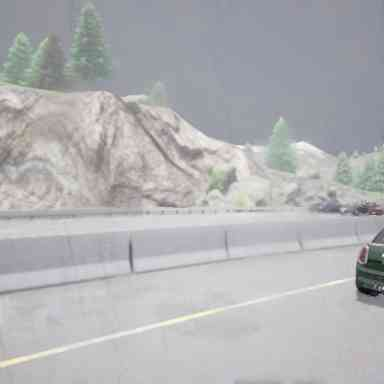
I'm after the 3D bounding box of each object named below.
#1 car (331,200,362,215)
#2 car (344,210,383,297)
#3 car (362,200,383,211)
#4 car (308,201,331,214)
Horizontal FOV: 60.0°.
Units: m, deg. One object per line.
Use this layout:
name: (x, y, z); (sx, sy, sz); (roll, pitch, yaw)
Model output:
car: (16.745, 1.571, 32.958); (4.902, 1.511, 2.128); (0, 0, -23)
car: (5.723, 1.380, 7.331); (4.553, 1.767, 2.097); (0, 0, -32)
car: (17.988, 1.567, 29.689); (5.008, 1.535, 1.882); (0, 0, -23)
car: (14.643, 1.630, 35.838); (4.181, 1.385, 1.994); (0, 0, -24)
